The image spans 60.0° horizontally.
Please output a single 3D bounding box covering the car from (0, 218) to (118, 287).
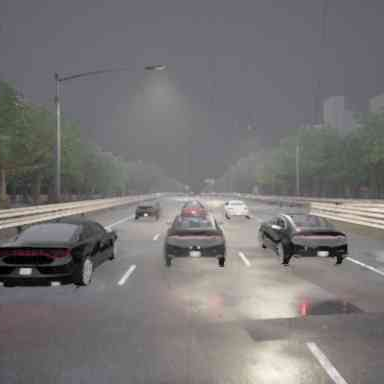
[{"bbox_3d":[-3.413,1.465,9.303,1.882,1.535,5.008,0,0,0],"label":"car"}]

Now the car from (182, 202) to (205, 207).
[{"bbox_3d":[0.095,1.472,27.312,1.994,1.385,4.181,0,0,0],"label":"car"}]

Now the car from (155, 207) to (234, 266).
[{"bbox_3d":[0.093,1.474,11.503,2.128,1.511,4.902,0,0,0],"label":"car"}]

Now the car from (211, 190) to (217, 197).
[{"bbox_3d":[7.022,0.616,92.272,2.097,1.767,4.553,0,0,0],"label":"car"}]

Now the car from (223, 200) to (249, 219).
[{"bbox_3d":[3.596,1.430,27.840,1.812,1.442,4.674,0,0,0],"label":"car"}]

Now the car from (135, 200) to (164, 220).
[{"bbox_3d":[-3.404,1.415,26.961,1.837,1.490,4.892,0,0,0],"label":"car"}]

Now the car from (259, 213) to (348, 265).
[{"bbox_3d":[3.592,1.474,11.542,2.128,1.511,4.902,0,0,0],"label":"car"}]

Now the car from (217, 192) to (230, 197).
[{"bbox_3d":[6.995,0.949,70.329,2.033,1.411,5.357,0,0,0],"label":"car"}]
